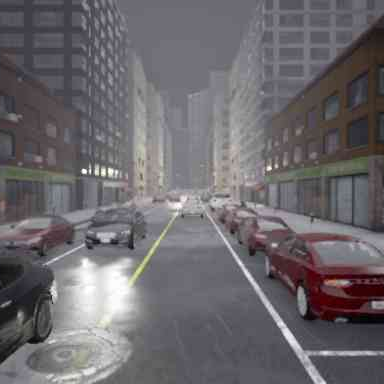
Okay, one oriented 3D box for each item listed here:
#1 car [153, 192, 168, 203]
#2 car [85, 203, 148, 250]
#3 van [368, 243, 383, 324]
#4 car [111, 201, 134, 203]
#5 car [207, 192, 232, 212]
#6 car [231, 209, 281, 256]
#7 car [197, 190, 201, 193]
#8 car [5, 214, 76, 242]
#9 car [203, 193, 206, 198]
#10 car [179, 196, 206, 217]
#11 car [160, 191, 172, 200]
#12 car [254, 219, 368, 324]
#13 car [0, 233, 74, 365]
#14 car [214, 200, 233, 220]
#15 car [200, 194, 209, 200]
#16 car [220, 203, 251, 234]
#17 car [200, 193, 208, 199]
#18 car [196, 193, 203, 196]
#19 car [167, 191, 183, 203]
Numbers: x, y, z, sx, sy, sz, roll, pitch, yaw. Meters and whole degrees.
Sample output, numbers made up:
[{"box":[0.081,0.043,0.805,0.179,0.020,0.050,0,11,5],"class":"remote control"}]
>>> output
[{"box":[-5.744,1.206,57.115,1.887,1.381,4.507,0,0,0],"class":"car"},{"box":[-3.045,1.444,14.249,2.128,1.511,4.902,0,0,1],"class":"car"},{"box":[2.761,1.336,1.579,1.690,1.788,3.998,0,0,0],"class":"van"},{"box":[-5.754,1.449,23.799,2.008,1.369,4.403,0,0,0],"class":"car"},{"box":[3.117,1.032,36.210,2.150,2.045,5.566,0,0,0],"class":"car"},{"box":[2.766,1.542,12.686,1.802,1.307,4.206,0,0,0],"class":"car"},{"box":[2.788,0.879,68.208,2.192,1.841,5.009,0,1,0],"class":"car"},{"box":[-5.760,1.542,12.693,1.802,1.307,4.206,0,0,0],"class":"car"},{"box":[2.782,1.226,57.105,1.947,1.339,4.313,0,0,0],"class":"car"},{"box":[0.052,1.387,29.051,1.812,1.442,4.674,0,1,0],"class":"car"},{"box":[-5.736,0.826,73.769,2.192,1.841,5.009,0,1,0],"class":"car"},{"box":[2.763,1.524,7.131,1.887,1.381,4.507,0,0,0],"class":"car"},{"box":[-3.091,1.515,3.708,1.812,1.442,4.674,0,0,0],"class":"car"},{"box":[2.771,1.480,23.793,1.802,1.307,4.206,0,0,0],"class":"car"},{"box":[2.789,1.093,73.761,1.802,1.307,4.206,0,1,0],"class":"car"},{"box":[2.769,1.515,18.237,1.802,1.307,4.206,0,0,0],"class":"car"},{"box":[2.791,0.977,79.484,1.752,1.417,4.829,0,1,0],"class":"car"},{"box":[0.095,1.240,45.329,2.128,1.511,4.902,0,1,0],"class":"car"},{"box":[-3.016,1.124,58.924,1.882,1.535,5.008,0,1,1],"class":"car"}]
